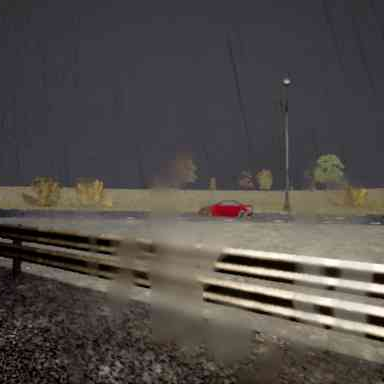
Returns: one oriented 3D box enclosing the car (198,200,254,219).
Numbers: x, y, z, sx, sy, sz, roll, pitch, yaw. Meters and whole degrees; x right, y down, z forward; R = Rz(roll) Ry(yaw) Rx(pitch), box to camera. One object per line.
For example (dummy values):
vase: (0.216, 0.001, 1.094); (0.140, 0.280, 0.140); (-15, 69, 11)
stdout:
car: (2.608, 1.326, 25.566); (4.181, 1.385, 1.994); (0, 0, 16)
